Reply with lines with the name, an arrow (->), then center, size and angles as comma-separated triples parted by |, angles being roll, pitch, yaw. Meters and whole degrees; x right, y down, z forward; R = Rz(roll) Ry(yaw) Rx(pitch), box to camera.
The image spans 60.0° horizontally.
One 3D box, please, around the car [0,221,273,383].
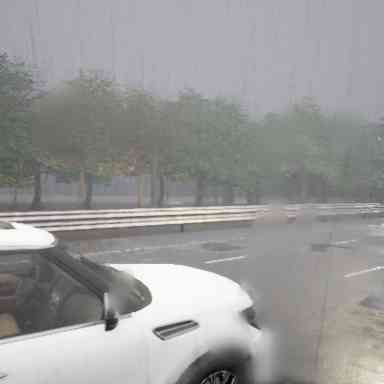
car -> -1.837, 1.218, 2.560 | 5.566, 2.045, 2.150 | 0, 0, -35
